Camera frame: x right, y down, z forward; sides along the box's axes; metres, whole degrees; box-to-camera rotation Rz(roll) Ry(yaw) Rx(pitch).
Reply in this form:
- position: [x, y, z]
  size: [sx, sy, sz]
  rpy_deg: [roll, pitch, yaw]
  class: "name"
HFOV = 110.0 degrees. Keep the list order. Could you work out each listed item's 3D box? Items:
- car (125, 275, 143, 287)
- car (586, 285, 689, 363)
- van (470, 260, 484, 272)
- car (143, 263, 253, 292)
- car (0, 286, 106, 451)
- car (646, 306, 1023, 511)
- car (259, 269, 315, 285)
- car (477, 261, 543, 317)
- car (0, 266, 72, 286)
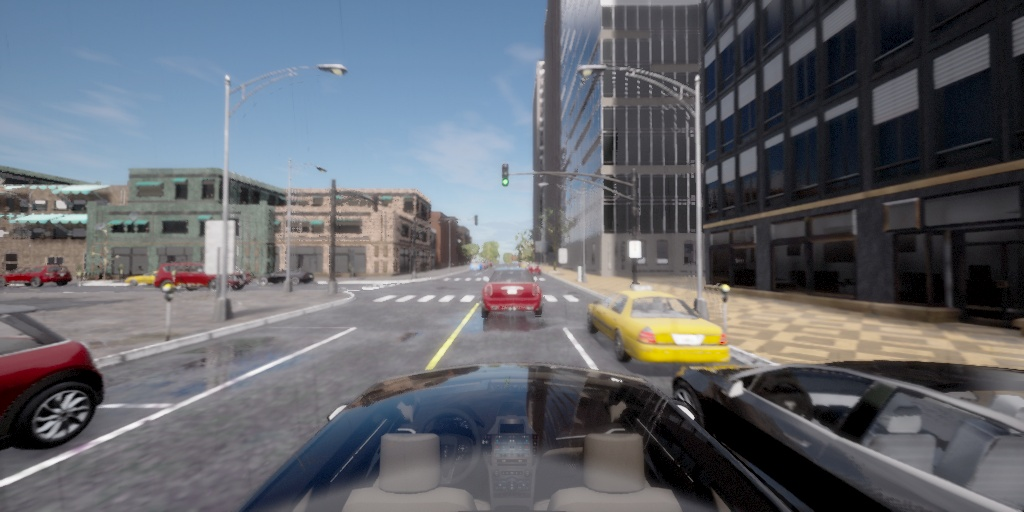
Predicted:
- position: [-30.676, 1.872, 31.135]
  size: [4.829, 1.417, 1.751]
  rpy_deg: [0, 0, 1]
  class: "car"
- position: [2.828, 1.328, 8.091]
  size: [1.751, 1.417, 4.829]
  rpy_deg: [0, 0, 0]
  class: "car"
- position: [-5.687, 1.567, 56.951]
  size: [1.690, 1.789, 3.998]
  rpy_deg: [0, 0, 0]
  class: "van"
- position: [-19.518, 1.352, 22.614]
  size: [5.009, 1.841, 2.192]
  rpy_deg: [0, 0, 1]
  class: "car"
- position: [-5.691, 1.196, 2.332]
  size: [1.967, 1.591, 4.097]
  rpy_deg: [0, 0, 0]
  class: "car"
- position: [2.657, 1.321, 2.277]
  size: [1.948, 1.339, 4.313]
  rpy_deg: [0, 0, 0]
  class: "car"
- position: [-19.411, 1.805, 30.991]
  size: [4.313, 1.339, 1.948]
  rpy_deg: [0, 0, 1]
  class: "car"
- position: [-0.066, 1.206, 13.907]
  size: [2.097, 1.767, 4.553]
  rpy_deg: [0, 0, -2]
  class: "car"
- position: [-41.601, 1.770, 31.275]
  size: [5.009, 1.841, 2.192]
  rpy_deg: [0, 0, 1]
  class: "car"
